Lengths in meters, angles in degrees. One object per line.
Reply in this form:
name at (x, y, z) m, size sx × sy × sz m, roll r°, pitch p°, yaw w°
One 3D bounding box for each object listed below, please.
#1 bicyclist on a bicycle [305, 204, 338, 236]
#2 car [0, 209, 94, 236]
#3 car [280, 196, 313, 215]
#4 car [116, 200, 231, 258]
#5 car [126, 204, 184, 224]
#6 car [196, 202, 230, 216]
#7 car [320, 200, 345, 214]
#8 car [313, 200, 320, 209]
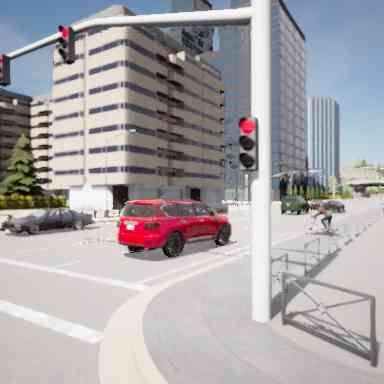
bicyclist on a bicycle at (6.563, 1.435, 16.920) m, size 1.656 × 1.620 × 0.582 m, roll -1°, pitch -1°, yaw 33°
car at (-8.537, 1.725, 20.223) m, size 2.033 × 1.411 × 5.357 m, roll 0°, pitch -1°, yaw 33°
car at (12.054, 1.531, 38.899) m, size 2.150 × 2.045 × 5.566 m, roll 0°, pitch 0°, yaw 33°
car at (-0.521, 1.335, 13.644) m, size 2.150 × 2.045 × 5.566 m, roll -1°, pitch -1°, yaw 37°
car at (-3.074, 1.788, 28.702) m, size 2.033 × 1.411 × 5.357 m, roll 0°, pitch -1°, yaw 33°
car at (2.407, 1.868, 37.170) m, size 1.994 × 1.385 × 4.181 m, roll 0°, pitch -1°, yaw 34°
car at (17.527, 1.823, 40.930) m, size 1.837 × 1.490 × 4.892 m, roll 0°, pitch 0°, yaw 33°
car at (18.893, 1.934, 49.517) m, size 2.033 × 1.411 × 5.357 m, roll 0°, pitch -1°, yaw 33°
